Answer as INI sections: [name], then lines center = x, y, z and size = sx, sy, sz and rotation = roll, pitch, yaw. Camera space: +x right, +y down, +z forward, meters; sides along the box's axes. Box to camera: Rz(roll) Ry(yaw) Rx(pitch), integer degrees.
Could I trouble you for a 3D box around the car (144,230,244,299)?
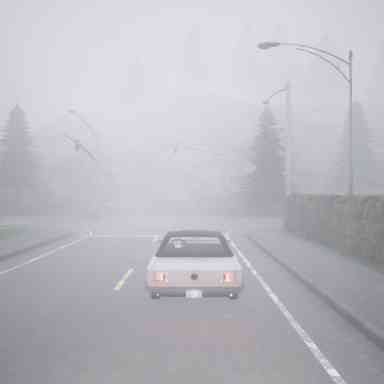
[car]
center = 0.061, 1.601, 8.382
size = 1.895, 1.301, 4.718
rotation = 0, 0, 0
